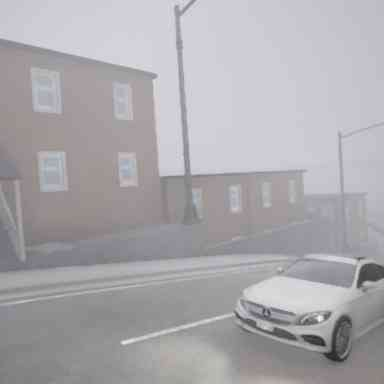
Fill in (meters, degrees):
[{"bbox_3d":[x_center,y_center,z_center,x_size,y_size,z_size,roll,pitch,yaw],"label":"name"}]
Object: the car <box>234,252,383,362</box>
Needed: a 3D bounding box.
[{"bbox_3d":[2.874,2.006,6.770,4.674,1.442,1.812,6,-6,-42],"label":"car"}]
